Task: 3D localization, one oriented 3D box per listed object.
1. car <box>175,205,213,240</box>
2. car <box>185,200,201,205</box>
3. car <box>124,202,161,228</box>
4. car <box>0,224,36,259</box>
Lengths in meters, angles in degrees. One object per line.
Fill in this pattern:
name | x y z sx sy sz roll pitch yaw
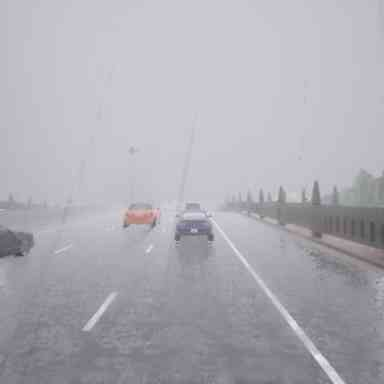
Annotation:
car | 0.102 1.639 17.689 1.812 1.442 4.674 0 0 0
car | 0.102 1.814 42.742 1.882 1.535 5.008 0 -2 0
car | -3.400 1.502 23.485 2.097 1.767 4.553 0 0 0
car | -6.910 1.614 10.318 2.033 1.411 5.357 0 0 0
